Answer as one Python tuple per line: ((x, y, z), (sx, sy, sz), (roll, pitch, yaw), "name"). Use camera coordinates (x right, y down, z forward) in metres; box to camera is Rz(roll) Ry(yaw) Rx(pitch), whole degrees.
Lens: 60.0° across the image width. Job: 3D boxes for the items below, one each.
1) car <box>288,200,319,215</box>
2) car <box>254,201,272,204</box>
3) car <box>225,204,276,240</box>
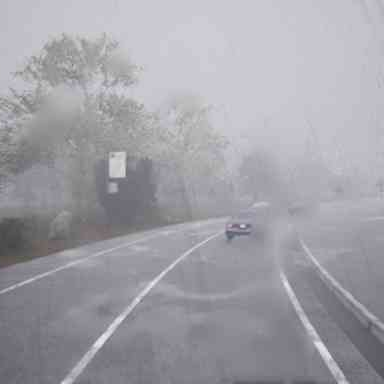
((11.522, 1.542, 34.255), (2.033, 1.411, 5.357), (-3, -2, 35), "car")
((7.089, 1.692, 33.701), (1.812, 1.442, 4.674), (-3, -2, 33), "car")
((3.051, 1.587, 17.332), (2.033, 1.411, 5.357), (-1, -1, 18), "car")
